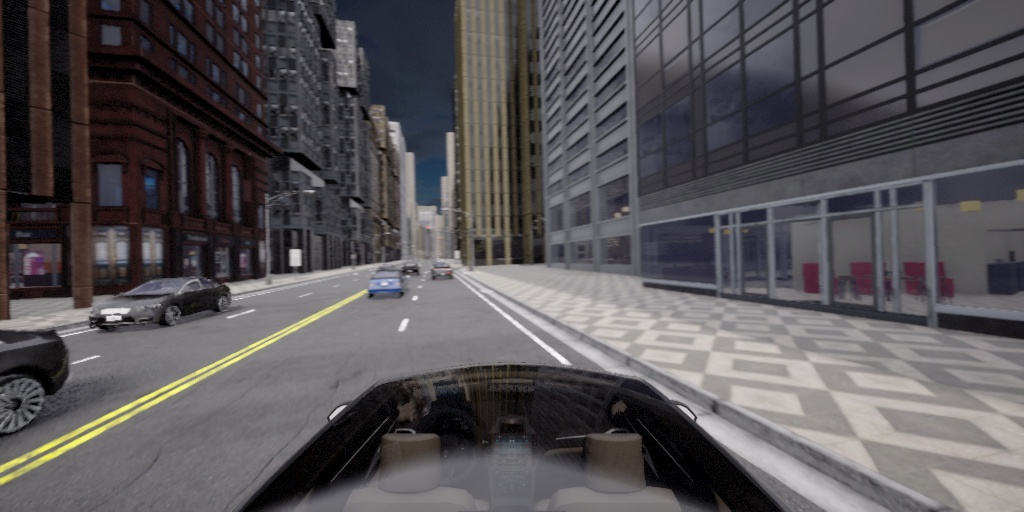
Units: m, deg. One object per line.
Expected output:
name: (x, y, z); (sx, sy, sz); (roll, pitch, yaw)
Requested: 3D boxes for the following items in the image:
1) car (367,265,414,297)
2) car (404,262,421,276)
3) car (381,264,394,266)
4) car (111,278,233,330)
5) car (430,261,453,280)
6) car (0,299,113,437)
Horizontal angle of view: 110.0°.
car: (-6.969, 1.469, 20.494); (2.033, 1.411, 5.357); (-2, 0, -13)
car: (-11.560, 1.459, 41.220); (1.882, 1.535, 5.008); (-2, 0, -12)
car: (-16.119, 1.682, 46.331); (1.994, 1.385, 4.181); (-2, 0, -12)
car: (-12.137, 1.561, 12.832); (2.128, 1.511, 4.902); (-2, 0, -12)
car: (-6.498, 1.369, 33.380); (2.128, 1.511, 4.902); (-2, 0, -12)
car: (-6.589, 1.418, 2.793); (2.128, 1.511, 4.902); (-2, 0, -12)
